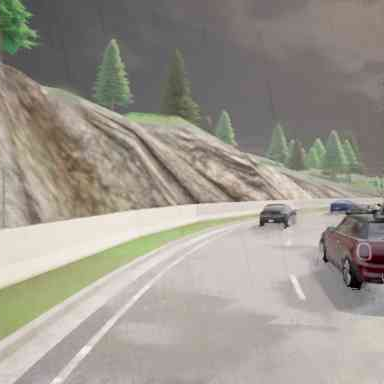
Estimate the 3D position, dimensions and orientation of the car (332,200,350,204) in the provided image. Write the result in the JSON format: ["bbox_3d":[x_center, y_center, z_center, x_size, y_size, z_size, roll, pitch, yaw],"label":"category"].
[{"bbox_3d":[17.302,1.620,37.766,1.882,1.535,5.008,0,0,42],"label":"car"}]

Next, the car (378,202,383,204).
[{"bbox_3d":[13.213,1.330,21.213,2.150,2.045,5.566,0,0,30],"label":"car"}]

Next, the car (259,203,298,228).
[{"bbox_3d":[5.994,1.555,22.842,1.837,1.490,4.892,0,0,27],"label":"car"}]

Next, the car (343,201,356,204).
[{"bbox_3d":[15.751,1.730,30.599,1.895,1.301,4.718,0,0,40],"label":"car"}]

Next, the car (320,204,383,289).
[{"bbox_3d":[4.994,1.393,9.248,2.097,1.767,4.553,1,0,11],"label":"car"}]
